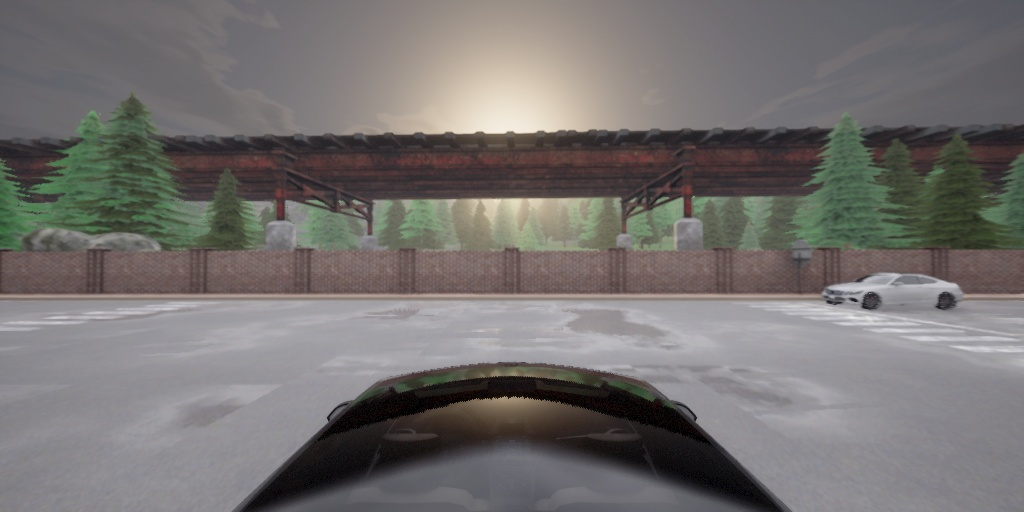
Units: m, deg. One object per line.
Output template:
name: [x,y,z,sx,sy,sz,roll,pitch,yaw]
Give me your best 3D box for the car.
car: [15.502,1.403,14.742,4.674,1.442,1.812,0,-1,1]
